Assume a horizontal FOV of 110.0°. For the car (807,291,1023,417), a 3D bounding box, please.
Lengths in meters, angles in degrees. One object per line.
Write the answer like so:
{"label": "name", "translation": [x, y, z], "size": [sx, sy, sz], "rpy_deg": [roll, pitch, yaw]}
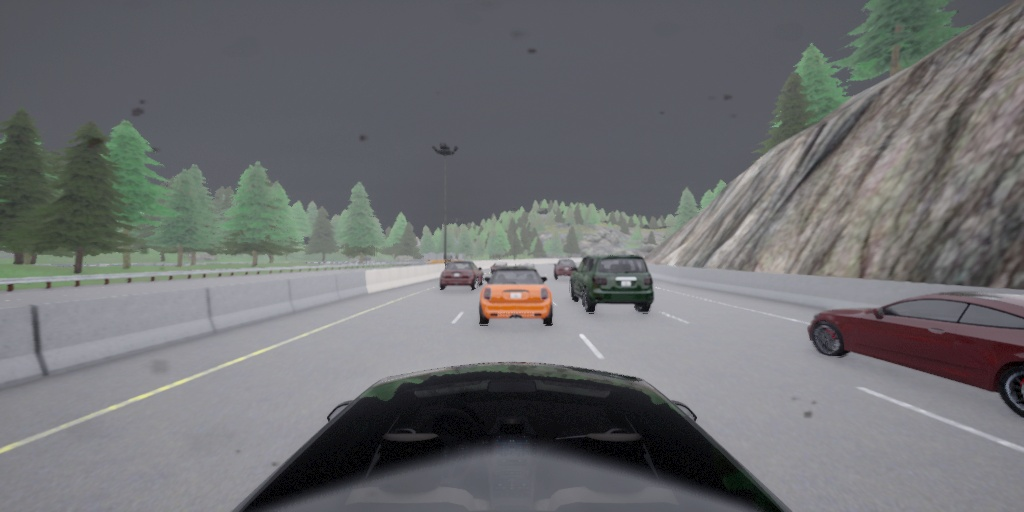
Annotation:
{"label": "car", "translation": [7.101, 1.269, 5.534], "size": [1.812, 1.442, 4.674], "rpy_deg": [0, 0, 0]}

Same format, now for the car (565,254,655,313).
{"label": "car", "translation": [3.652, 0.963, 14.003], "size": [2.150, 2.045, 5.566], "rpy_deg": [0, 0, 1]}

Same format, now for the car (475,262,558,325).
{"label": "car", "translation": [0.127, 1.097, 11.926], "size": [2.097, 1.767, 4.553], "rpy_deg": [0, 0, 0]}

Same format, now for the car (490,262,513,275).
{"label": "car", "translation": [-1.112, 1.334, 40.830], "size": [1.895, 1.301, 4.718], "rpy_deg": [0, 0, 8]}

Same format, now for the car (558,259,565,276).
{"label": "car", "translation": [4.831, 1.085, 32.216], "size": [2.097, 1.767, 4.553], "rpy_deg": [0, 0, 6]}

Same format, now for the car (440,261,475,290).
{"label": "car", "translation": [-3.015, 1.095, 22.426], "size": [2.097, 1.767, 4.553], "rpy_deg": [0, 0, 3]}

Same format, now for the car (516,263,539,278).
{"label": "car", "translation": [1.540, 1.335, 34.448], "size": [1.895, 1.301, 4.718], "rpy_deg": [0, 0, 7]}
